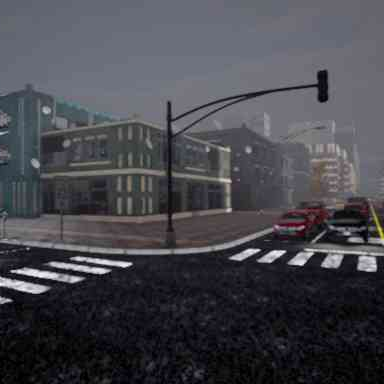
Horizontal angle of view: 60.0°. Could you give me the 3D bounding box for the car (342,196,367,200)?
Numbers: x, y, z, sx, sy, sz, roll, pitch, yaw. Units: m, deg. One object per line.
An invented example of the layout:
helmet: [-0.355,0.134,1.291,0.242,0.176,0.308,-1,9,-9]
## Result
car: [17.714,1.483,35.596,2.150,2.045,5.566,-1,-1,29]

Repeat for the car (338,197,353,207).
car: [28.946,1.801,62.609,2.192,1.841,5.009,-1,-1,28]

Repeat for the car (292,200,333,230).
car: [8.302,1.523,23.292,2.192,1.841,5.009,-1,-1,28]

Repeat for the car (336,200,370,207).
car: [12.814,1.675,26.312,1.882,1.535,5.008,-1,-1,28]

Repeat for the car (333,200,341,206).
car: [13.465,1.828,33.119,2.008,1.369,4.403,-1,-1,28]

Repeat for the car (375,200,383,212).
car: [25.285,1.840,43.184,1.994,1.385,4.181,-1,-1,28]

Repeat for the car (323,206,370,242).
car: [8.154,1.660,17.425,1.812,1.442,4.674,-1,-1,26]

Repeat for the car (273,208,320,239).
car: [5.723,1.756,18.374,1.802,1.307,4.206,-1,-1,28]

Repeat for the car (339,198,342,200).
car: [21.127,1.906,47.712,1.752,1.417,4.829,-1,-1,28]

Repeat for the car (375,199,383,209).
car: [29.828,1.887,52.051,2.033,1.411,5.357,-1,-1,28]
